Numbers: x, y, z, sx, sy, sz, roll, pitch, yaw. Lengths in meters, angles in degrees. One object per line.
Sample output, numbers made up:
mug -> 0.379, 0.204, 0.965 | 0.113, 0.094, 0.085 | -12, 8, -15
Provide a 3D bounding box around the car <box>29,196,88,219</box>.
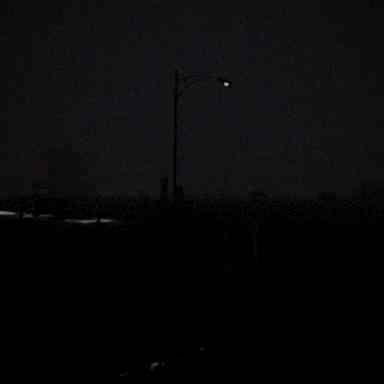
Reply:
car -> -9.850, 1.083, 24.538 | 5.008, 1.535, 1.882 | 1, 0, 31
